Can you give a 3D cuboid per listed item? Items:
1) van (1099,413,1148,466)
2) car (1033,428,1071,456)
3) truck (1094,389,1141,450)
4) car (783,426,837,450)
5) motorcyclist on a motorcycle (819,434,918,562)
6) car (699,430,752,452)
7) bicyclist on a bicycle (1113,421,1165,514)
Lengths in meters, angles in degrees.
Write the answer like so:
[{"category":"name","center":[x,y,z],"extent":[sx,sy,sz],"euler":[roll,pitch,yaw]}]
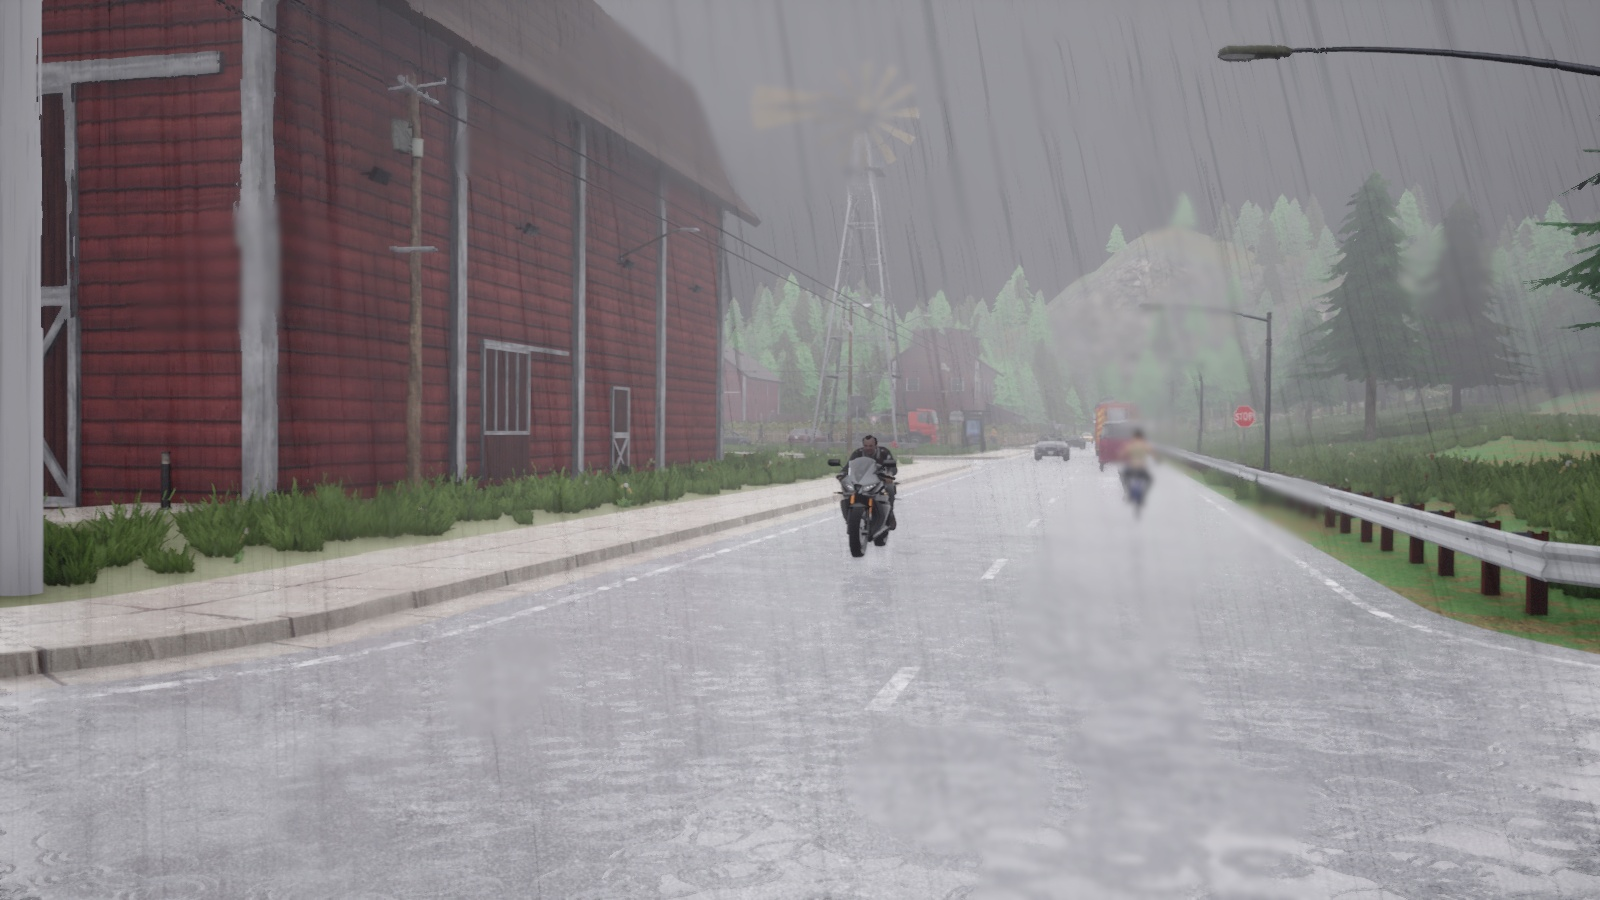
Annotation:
[{"category":"van","center":[12.717,-0.413,49.499],"extent":[1.775,1.987,4.442],"euler":[0,1,14]},{"category":"car","center":[13.624,-0.463,67.815],"extent":[1.816,1.474,4.193],"euler":[0,1,14]},{"category":"truck","center":[21.203,-2.002,83.997],"extent":[2.891,3.827,8.468],"euler":[0,1,14]},{"category":"car","center":[0.819,-0.944,97.321],"extent":[2.097,1.767,4.553],"euler":[0,1,32]},{"category":"motorcyclist on a motorcycle","center":[0.925,0.567,16.232],"extent":[0.866,1.530,2.191],"euler":[0,1,14]},{"category":"car","center":[-5.445,-0.656,91.856],"extent":[3.705,1.549,1.789],"euler":[-1,1,-9]},{"category":"bicyclist on a bicycle","center":[6.109,0.297,22.673],"extent":[0.866,1.612,1.509],"euler":[0,1,14]}]
